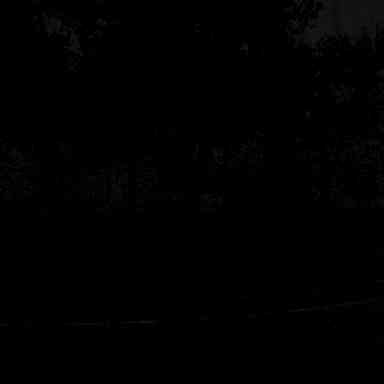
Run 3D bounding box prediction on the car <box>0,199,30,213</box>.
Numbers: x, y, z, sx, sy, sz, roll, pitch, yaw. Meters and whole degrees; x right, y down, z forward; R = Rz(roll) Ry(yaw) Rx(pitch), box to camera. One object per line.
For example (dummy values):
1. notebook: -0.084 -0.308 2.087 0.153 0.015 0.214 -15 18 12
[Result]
1. car: -18.996 1.505 33.672 1.837 1.490 4.892 0 0 35
